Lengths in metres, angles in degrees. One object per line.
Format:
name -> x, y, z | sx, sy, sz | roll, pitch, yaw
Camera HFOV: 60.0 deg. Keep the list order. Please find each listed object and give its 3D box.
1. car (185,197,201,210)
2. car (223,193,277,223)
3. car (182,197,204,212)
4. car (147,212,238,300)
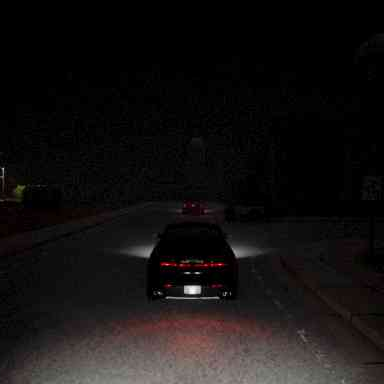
car -> 0.131, 1.472, 43.725 | 2.033, 1.411, 5.357 | 0, 0, 0
car -> 4.191, 1.116, 24.118 | 1.905, 1.878, 3.866 | -8, 4, -42
car -> 0.121, 1.295, 33.605 | 2.097, 1.767, 4.553 | 0, 0, 0
car -> 0.012, 1.492, 8.353 | 1.837, 1.490, 4.892 | 0, 0, 0
